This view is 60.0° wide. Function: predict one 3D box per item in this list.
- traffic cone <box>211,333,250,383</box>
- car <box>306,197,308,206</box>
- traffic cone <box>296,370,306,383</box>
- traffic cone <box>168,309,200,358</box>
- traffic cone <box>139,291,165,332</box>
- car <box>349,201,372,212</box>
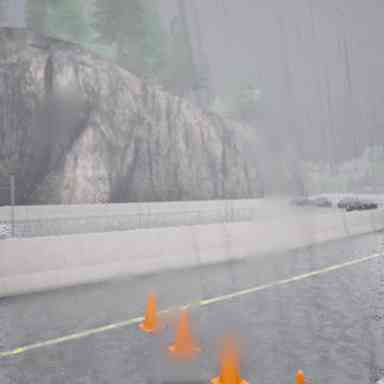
[{"bbox_3d":[0.450,1.957,3.906,0.340,0.580,0.340,0,0,-34],"label":"traffic cone"},{"bbox_3d":[16.081,1.430,48.567,1.882,1.535,5.008,0,0,40],"label":"car"},{"bbox_3d":[1.010,1.954,3.078,0.340,0.580,0.340,0,0,-34],"label":"traffic cone"},{"bbox_3d":[-0.111,1.959,4.735,0.340,0.580,0.340,0,0,-34],"label":"traffic cone"},{"bbox_3d":[-0.671,1.962,5.563,0.340,0.580,0.340,0,0,-34],"label":"traffic cone"},{"bbox_3d":[17.673,1.540,34.481,1.895,1.301,4.718,0,0,43],"label":"car"}]
